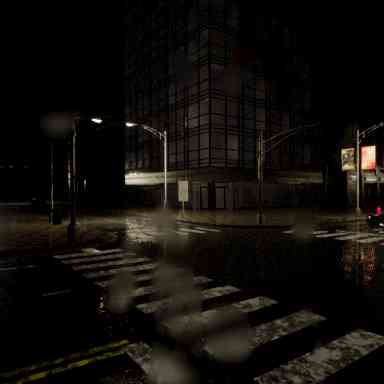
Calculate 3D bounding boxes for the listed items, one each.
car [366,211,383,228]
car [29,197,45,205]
[{"bbox_3d":[12.960,1.606,20.811,4.718,1.301,1.895,0,0,-35],"label":"car"},{"bbox_3d":[-28.652,1.690,61.457,2.033,1.411,5.357,0,0,-36],"label":"car"}]
